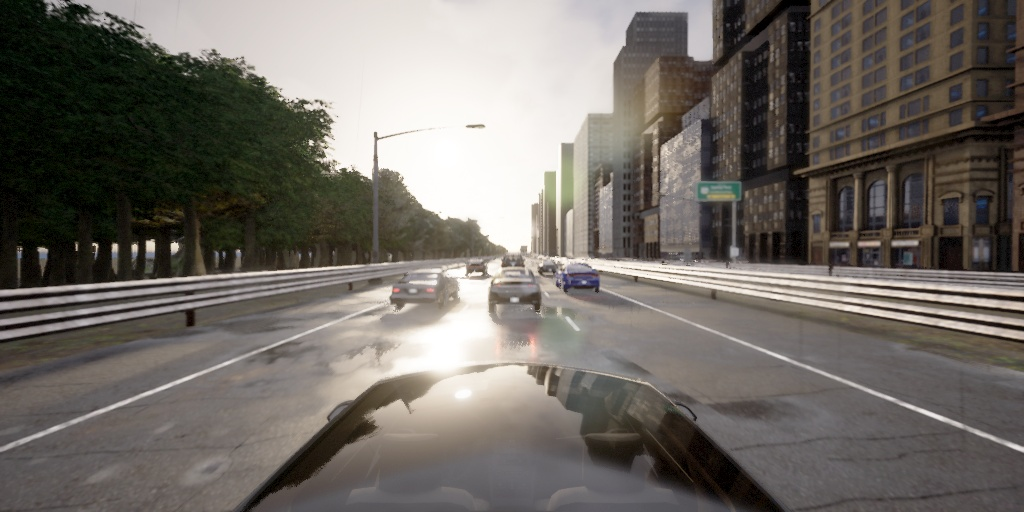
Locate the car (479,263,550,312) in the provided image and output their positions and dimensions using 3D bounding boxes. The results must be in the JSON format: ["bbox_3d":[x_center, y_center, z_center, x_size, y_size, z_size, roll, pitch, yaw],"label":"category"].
[{"bbox_3d":[0.094,1.192,13.995,2.128,1.511,4.902,0,0,0],"label":"car"}]

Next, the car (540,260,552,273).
[{"bbox_3d":[3.598,1.141,36.128,1.812,1.442,4.674,0,0,0],"label":"car"}]

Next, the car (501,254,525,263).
[{"bbox_3d":[0.097,0.843,34.298,2.150,2.045,5.566,0,0,0],"label":"car"}]

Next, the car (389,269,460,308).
[{"bbox_3d":[-3.403,1.244,14.859,2.033,1.411,5.357,0,0,0],"label":"car"}]

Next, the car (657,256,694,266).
[{"bbox_3d":[23.150,0.958,50.862,2.150,2.045,5.566,0,0,-17],"label":"car"}]

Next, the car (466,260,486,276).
[{"bbox_3d":[-3.404,1.124,35.177,1.837,1.490,4.892,0,0,0],"label":"car"}]

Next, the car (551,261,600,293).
[{"bbox_3d":[3.597,1.153,20.354,1.882,1.535,5.008,0,0,0],"label":"car"}]
